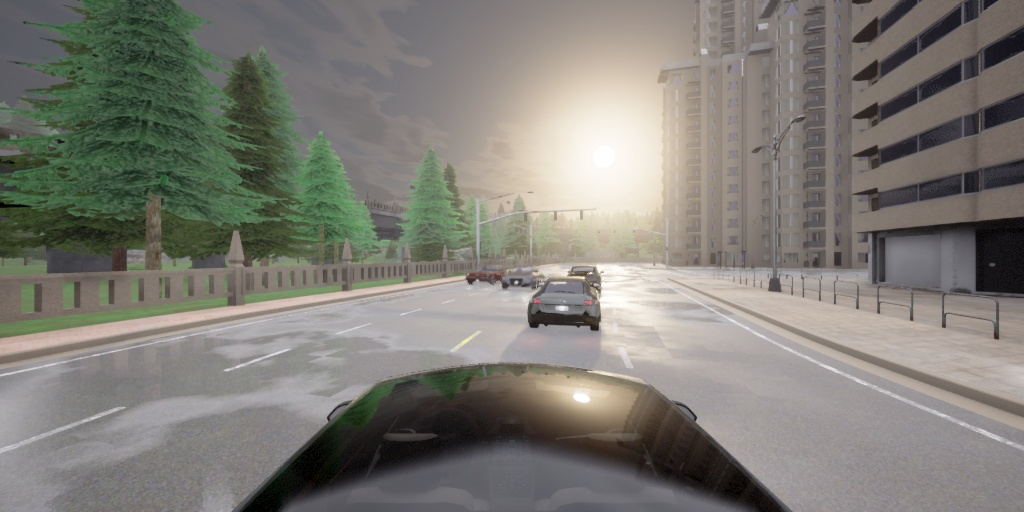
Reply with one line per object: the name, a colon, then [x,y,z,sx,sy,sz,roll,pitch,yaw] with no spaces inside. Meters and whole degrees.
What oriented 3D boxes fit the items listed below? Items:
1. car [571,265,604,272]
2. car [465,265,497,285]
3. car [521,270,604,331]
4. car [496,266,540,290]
car: [4.252,1.255,20.880,1.837,1.490,4.892,0,0,15]
car: [-1.709,1.351,26.173,1.895,1.301,4.718,0,0,16]
car: [1.741,1.314,11.174,1.994,1.385,4.181,0,0,13]
car: [0.782,1.315,22.209,1.994,1.385,4.181,0,0,16]
